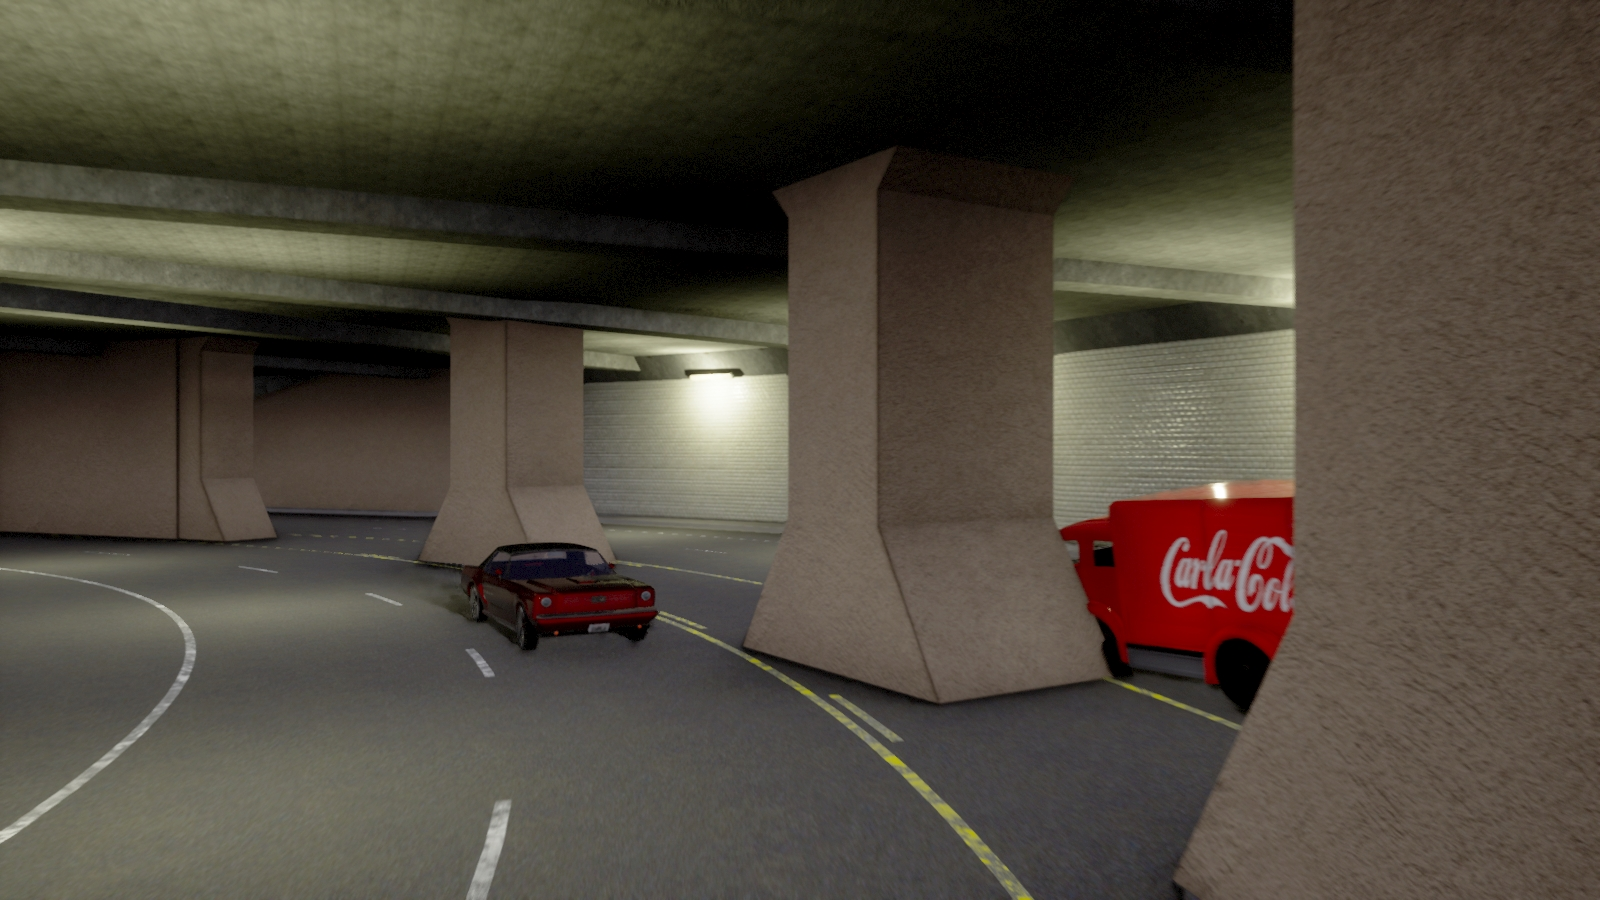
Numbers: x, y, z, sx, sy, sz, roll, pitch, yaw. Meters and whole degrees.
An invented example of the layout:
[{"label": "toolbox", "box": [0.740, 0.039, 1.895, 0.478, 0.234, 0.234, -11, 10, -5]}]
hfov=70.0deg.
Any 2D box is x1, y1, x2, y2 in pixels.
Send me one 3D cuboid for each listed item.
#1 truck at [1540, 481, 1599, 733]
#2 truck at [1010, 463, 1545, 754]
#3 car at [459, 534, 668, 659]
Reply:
[{"label": "truck", "box": [9.506, 1.563, 9.658, 2.627, 2.467, 5.204, 0, 0, -10]}, {"label": "truck", "box": [5.334, 1.664, 13.730, 2.627, 2.467, 5.204, -7, 0, -27]}, {"label": "car", "box": [-3.838, 2.155, 17.824, 1.895, 1.301, 4.718, 0, 0, -29]}]
